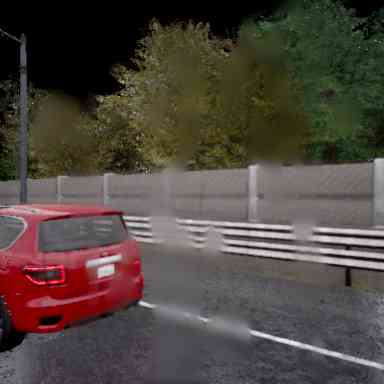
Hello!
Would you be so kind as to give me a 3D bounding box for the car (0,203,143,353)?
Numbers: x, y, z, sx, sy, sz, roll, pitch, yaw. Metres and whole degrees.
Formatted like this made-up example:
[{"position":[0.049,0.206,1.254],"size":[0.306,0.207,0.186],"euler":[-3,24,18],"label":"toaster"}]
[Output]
[{"position":[-3.423,1.242,6.405],"size":[5.566,2.045,2.150],"euler":[0,0,36],"label":"car"}]
